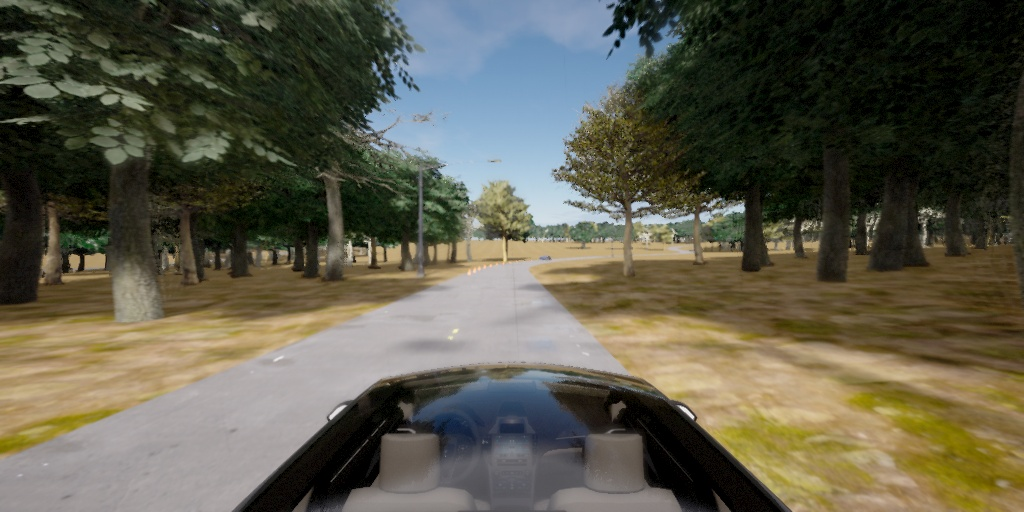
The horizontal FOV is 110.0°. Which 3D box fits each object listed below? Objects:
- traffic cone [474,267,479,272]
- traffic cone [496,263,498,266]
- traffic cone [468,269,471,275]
[{"bbox_3d":[-4.206,1.543,40.392,0.340,0.580,0.340,0,0,0],"label":"traffic cone"},{"bbox_3d":[-2.593,1.334,60.767,0.340,0.580,0.340,0,0,10],"label":"traffic cone"},{"bbox_3d":[-4.205,1.573,35.390,0.340,0.580,0.340,0,0,0],"label":"traffic cone"}]
